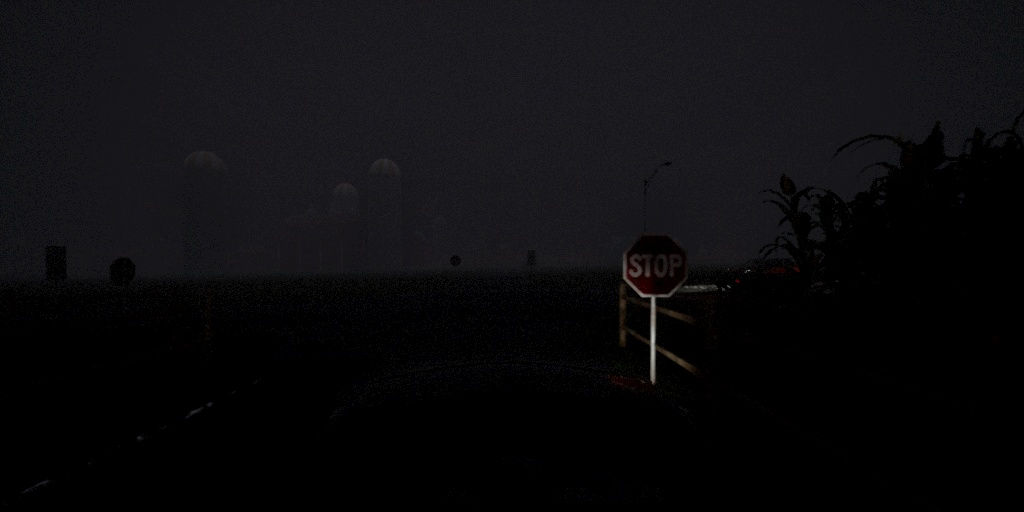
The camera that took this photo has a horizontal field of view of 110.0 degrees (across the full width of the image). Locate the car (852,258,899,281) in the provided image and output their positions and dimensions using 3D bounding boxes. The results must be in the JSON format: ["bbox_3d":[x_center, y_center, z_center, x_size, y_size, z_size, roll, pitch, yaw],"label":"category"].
[{"bbox_3d":[26.574,0.912,25.394,4.892,1.490,1.837,-1,1,-15],"label":"car"}]

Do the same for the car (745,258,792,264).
[{"bbox_3d":[15.800,0.950,22.729,4.553,1.767,2.097,-1,0,-13],"label":"car"}]

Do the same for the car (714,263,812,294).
[{"bbox_3d":[13.486,1.265,19.230,4.718,1.301,1.895,-1,0,-13],"label":"car"}]
